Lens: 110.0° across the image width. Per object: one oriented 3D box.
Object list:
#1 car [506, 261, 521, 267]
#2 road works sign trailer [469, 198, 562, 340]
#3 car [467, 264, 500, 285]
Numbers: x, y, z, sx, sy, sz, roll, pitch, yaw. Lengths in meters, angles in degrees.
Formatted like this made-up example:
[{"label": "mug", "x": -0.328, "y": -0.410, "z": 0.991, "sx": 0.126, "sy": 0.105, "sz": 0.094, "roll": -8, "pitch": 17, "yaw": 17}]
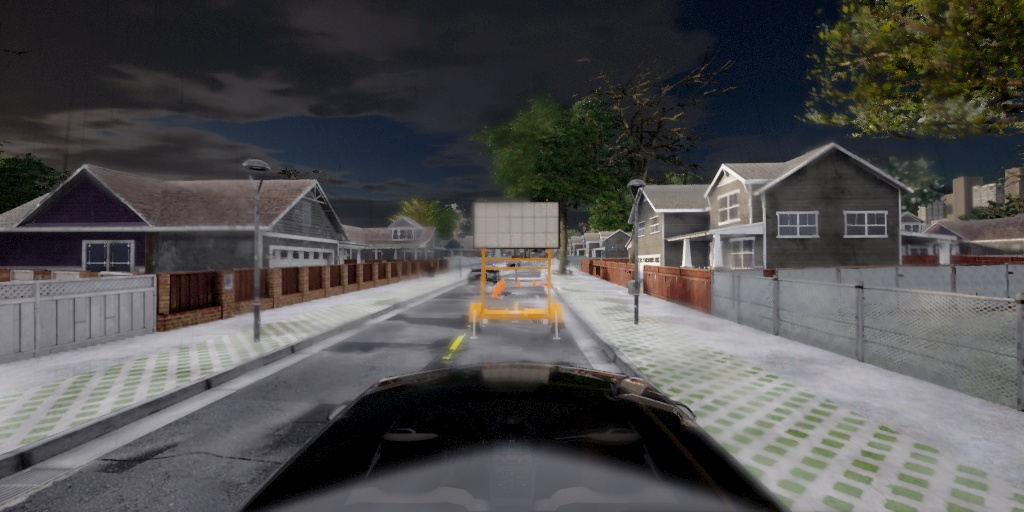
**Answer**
[{"label": "car", "x": 0.258, "y": 1.126, "z": 51.803, "sx": 1.837, "sy": 1.490, "sz": 4.892, "roll": 0, "pitch": 0, "yaw": 6}, {"label": "road works sign trailer", "x": 0.126, "y": 0.212, "z": 10.022, "sx": 2.380, "sy": 3.560, "sz": 2.880, "roll": 0, "pitch": 0, "yaw": 2}, {"label": "car", "x": -1.983, "y": 1.287, "z": 26.057, "sx": 1.994, "sy": 1.385, "sz": 4.181, "roll": 0, "pitch": 0, "yaw": 3}]
